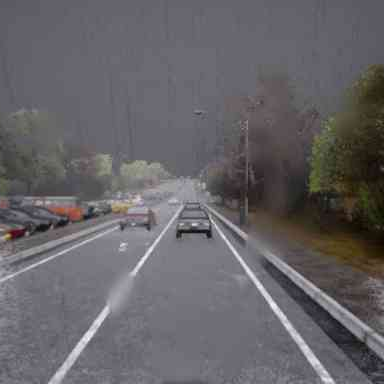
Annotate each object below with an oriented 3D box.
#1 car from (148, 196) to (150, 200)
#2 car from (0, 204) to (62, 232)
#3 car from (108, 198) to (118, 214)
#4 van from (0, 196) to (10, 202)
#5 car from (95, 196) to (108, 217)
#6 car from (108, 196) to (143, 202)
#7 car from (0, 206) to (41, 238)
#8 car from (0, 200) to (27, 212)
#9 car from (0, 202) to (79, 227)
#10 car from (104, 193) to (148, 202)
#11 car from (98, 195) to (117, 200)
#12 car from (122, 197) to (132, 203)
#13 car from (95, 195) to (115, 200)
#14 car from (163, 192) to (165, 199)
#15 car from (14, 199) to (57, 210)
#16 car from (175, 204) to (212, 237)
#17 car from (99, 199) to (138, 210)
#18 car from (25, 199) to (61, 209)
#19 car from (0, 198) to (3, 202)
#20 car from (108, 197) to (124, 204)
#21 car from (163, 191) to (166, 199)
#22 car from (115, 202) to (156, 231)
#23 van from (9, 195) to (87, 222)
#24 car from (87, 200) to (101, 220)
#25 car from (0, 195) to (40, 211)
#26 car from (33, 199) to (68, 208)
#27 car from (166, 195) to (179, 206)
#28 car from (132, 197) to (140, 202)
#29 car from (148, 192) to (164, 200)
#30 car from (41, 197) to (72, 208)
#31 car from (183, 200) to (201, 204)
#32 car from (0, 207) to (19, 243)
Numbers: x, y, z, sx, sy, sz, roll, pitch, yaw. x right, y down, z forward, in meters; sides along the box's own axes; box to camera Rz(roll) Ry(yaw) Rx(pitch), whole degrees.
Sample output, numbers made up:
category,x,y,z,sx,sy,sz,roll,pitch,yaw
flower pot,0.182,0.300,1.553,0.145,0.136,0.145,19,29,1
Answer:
category,x,y,z,sx,sy,sz,roll,pitch,yaw
car,-10.165,1.914,57.496,4.792,1.488,2.163,0,-1,0
car,-10.231,1.581,18.642,4.792,1.488,2.163,0,0,0
car,-10.231,1.607,32.524,4.892,1.521,2.231,0,-1,0
van,-23.424,1.426,38.010,4.442,1.987,1.878,0,-1,0
car,-10.273,1.465,29.745,4.553,1.767,2.185,0,0,0
car,-10.394,1.782,49.169,5.366,1.575,1.946,0,-1,0
car,-10.236,1.572,15.866,4.792,1.488,2.163,0,0,0
car,-23.274,1.714,40.901,4.792,1.488,2.163,0,-1,0
car,-10.227,1.590,21.418,4.792,1.488,2.163,0,0,0
car,-10.233,1.567,51.948,5.566,2.045,2.435,0,-1,0
car,-23.477,1.517,92.722,4.674,1.452,2.002,0,0,0
car,-10.043,1.650,37.944,5.366,1.575,1.946,0,-1,0
car,-23.484,1.505,89.937,4.674,1.452,2.002,0,0,0
car,-10.430,1.497,90.097,4.792,1.488,2.163,0,0,0
car,-23.103,1.780,49.209,5.366,1.575,1.946,0,-1,0
car,0.096,1.601,18.256,2.033,1.411,5.357,0,0,0
car,-10.220,1.753,46.392,4.892,1.521,2.231,0,-1,0
car,-23.281,1.857,51.979,4.674,1.452,2.002,0,-1,0
car,-23.341,1.654,35.236,4.792,1.488,2.163,0,-1,0
car,-10.418,1.624,35.291,5.366,1.575,1.946,0,-1,0
car,-10.425,1.354,92.884,4.553,1.767,2.185,0,0,0
car,-3.358,1.594,21.374,1.812,1.442,4.674,0,0,0
van,-10.368,1.344,24.195,4.442,1.987,1.878,0,0,0
car,-10.276,1.608,26.971,4.792,1.488,2.163,0,0,0
car,-23.327,1.466,43.673,5.566,2.045,2.435,0,-1,0
car,-23.250,1.879,54.749,4.792,1.488,2.163,0,-1,0
car,-3.455,1.855,63.345,1.812,1.442,4.674,0,0,0
car,-10.033,1.715,43.616,5.366,1.575,1.946,0,-1,0
car,-10.378,1.485,87.313,4.792,1.488,2.163,0,0,0
car,-23.306,1.756,57.396,4.553,1.767,2.185,0,-1,0
car,0.048,1.653,38.900,2.128,1.511,4.902,0,0,0
car,-10.085,1.531,13.089,5.366,1.575,1.946,0,0,0
